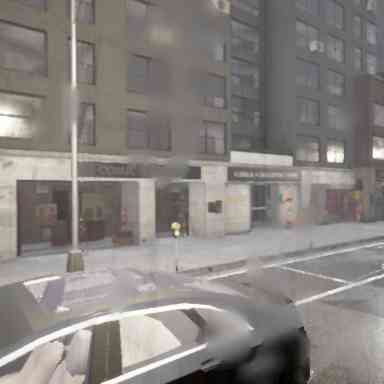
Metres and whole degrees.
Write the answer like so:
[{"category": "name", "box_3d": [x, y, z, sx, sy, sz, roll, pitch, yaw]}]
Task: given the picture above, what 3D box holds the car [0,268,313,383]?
[{"category": "car", "box_3d": [-1.124, 1.489, 2.530, 4.902, 1.511, 2.128, -1, 0, -35]}]
